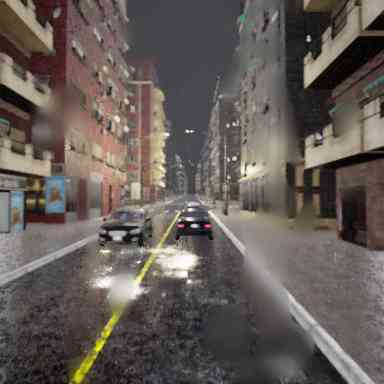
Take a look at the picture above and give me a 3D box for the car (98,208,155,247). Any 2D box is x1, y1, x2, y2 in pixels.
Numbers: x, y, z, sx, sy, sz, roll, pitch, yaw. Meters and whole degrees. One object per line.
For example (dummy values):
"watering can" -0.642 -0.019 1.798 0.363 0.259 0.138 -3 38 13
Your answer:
"car" -2.824 1.496 15.076 2.128 1.511 4.902 0 0 0

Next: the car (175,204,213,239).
"car" 0.107 1.552 17.231 2.033 1.411 5.357 0 0 0

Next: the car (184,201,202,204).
"car" 0.119 1.566 32.702 1.994 1.385 4.181 0 0 0
